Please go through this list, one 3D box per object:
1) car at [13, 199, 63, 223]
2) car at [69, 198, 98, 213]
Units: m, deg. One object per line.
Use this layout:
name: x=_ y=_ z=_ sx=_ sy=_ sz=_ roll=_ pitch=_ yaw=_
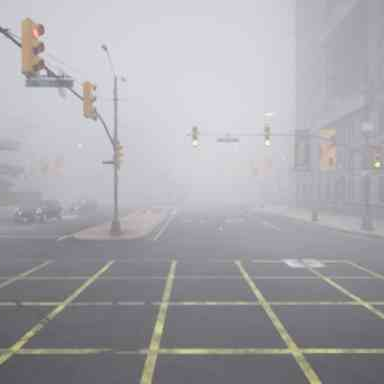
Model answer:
car: x=-11.579 y=1.326 z=25.329 sx=2.097 sy=1.767 sz=4.553 roll=0 pitch=0 yaw=0
car: x=-11.533 y=1.455 z=35.623 sx=2.128 sy=1.511 sz=4.902 roll=0 pitch=0 yaw=0
